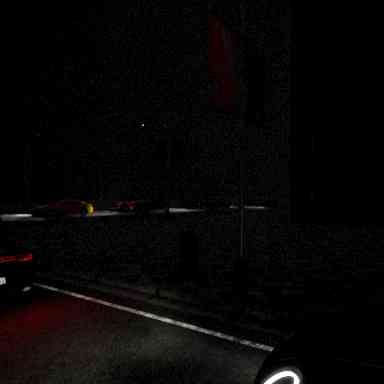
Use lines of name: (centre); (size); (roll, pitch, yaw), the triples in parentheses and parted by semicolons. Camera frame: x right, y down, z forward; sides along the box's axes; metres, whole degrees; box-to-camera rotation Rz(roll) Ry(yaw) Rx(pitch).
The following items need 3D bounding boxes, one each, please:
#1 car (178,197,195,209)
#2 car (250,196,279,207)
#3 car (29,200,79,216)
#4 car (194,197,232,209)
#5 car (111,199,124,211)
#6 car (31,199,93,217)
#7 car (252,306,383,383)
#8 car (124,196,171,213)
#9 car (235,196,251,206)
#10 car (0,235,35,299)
car: (0.257, 1.465, 45.260); (4.674, 1.442, 1.812); (0, 0, -42)
car: (11.510, 1.495, 50.806); (4.674, 1.442, 1.812); (0, 0, -41)
car: (-13.628, 1.490, 32.984); (4.181, 1.385, 1.994); (0, 0, -42)
car: (3.026, 1.555, 43.373); (4.718, 1.301, 1.895); (0, 0, -41)
car: (-7.107, 1.283, 38.750); (4.553, 1.767, 2.097); (0, 0, -42)
car: (-11.639, 1.417, 30.398); (5.008, 1.535, 1.882); (0, 0, -43)
car: (2.556, 1.352, 1.827); (4.553, 1.767, 2.097); (0, 0, 35)
car: (-4.524, 1.436, 36.698); (4.902, 1.511, 2.128); (0, 0, -42)
car: (8.938, 1.443, 52.878); (4.902, 1.511, 2.128); (0, 0, -41)
car: (-5.569, 1.476, 7.384); (5.008, 1.535, 1.882); (0, 0, 33)
